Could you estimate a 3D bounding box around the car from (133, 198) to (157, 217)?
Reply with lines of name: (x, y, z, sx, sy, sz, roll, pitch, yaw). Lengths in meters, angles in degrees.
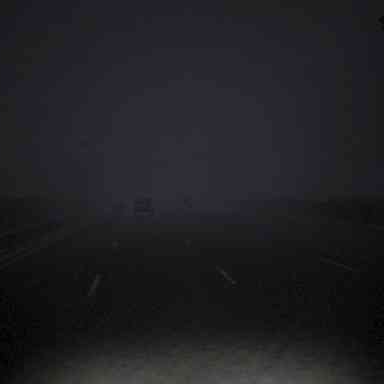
car: (-5.659, 1.769, 39.094, 2.150, 2.045, 5.566, -2, -1, -9)

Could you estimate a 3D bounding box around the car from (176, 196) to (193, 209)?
car: (-1.299, 1.741, 55.094, 2.150, 2.045, 5.566, -2, 0, -10)

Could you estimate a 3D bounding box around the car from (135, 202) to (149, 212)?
car: (-8.191, 2.325, 53.975, 2.033, 1.411, 5.357, -2, 0, -10)

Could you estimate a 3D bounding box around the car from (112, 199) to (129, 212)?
car: (-11.526, 2.246, 52.682, 2.097, 1.767, 4.553, -2, -1, -10)

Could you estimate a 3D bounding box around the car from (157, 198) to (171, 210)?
car: (-4.863, 2.185, 55.264, 1.812, 1.442, 4.674, -2, 0, -10)
